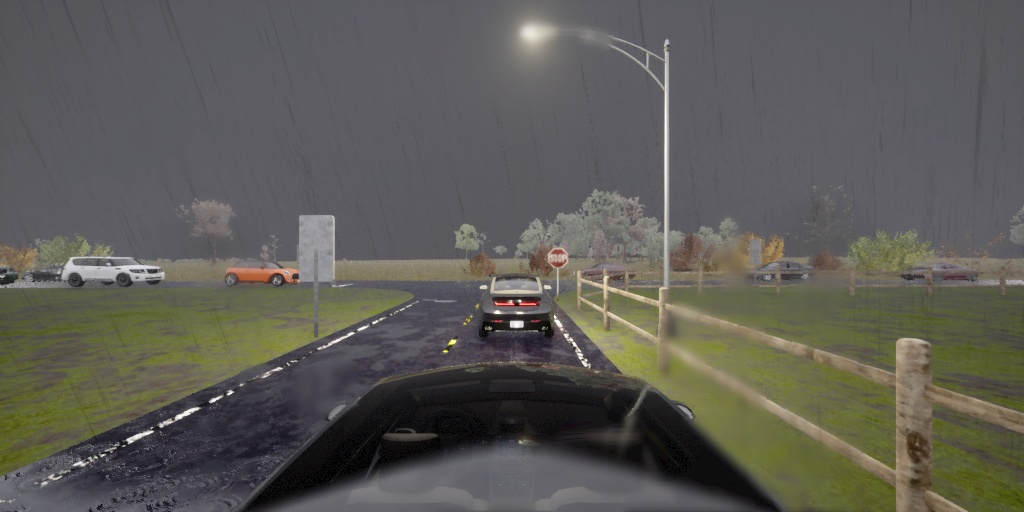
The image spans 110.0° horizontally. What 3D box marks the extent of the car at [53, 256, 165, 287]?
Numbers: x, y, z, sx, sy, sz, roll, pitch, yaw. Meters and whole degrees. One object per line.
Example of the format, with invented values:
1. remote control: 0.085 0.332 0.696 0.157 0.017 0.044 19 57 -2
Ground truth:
1. car: -27.614 1.044 24.928 5.566 2.045 2.150 0 0 1

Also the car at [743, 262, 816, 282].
1. car: 20.393 1.201 27.477 4.892 1.490 1.837 0 0 1

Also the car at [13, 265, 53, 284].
1. car: -35.001 1.348 27.939 4.892 1.490 1.837 0 0 0

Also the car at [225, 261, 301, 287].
1. car: -16.989 1.145 24.839 4.553 1.767 2.097 0 0 1

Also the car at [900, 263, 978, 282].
1. car: 32.474 1.240 27.370 4.181 1.385 1.994 0 0 1

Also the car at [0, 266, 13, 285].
1. car: -38.307 1.077 25.042 5.566 2.045 2.150 0 0 0

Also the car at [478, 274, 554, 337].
1. car: 0.105 1.254 10.304 1.837 1.490 4.892 0 0 0

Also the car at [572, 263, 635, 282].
1. car: 6.997 1.253 27.588 4.674 1.442 1.812 0 0 0
